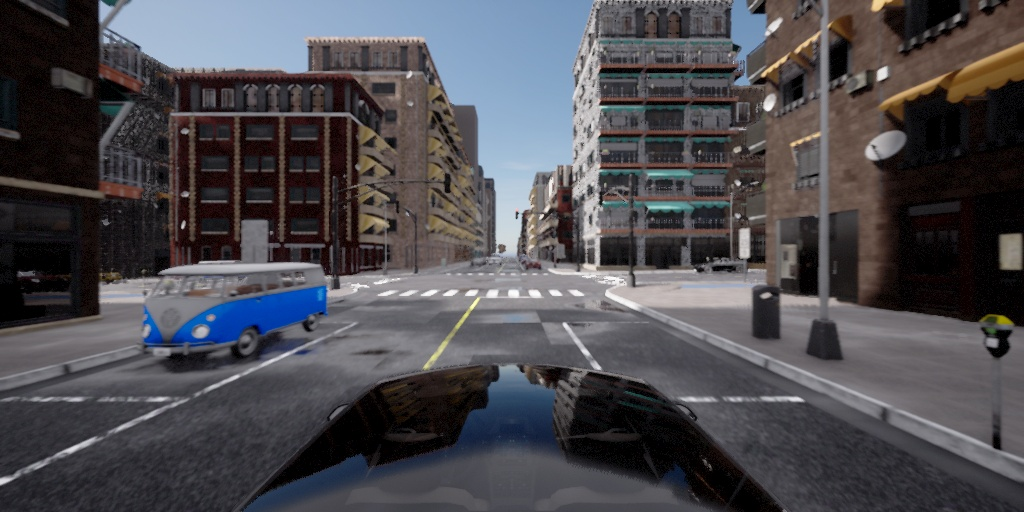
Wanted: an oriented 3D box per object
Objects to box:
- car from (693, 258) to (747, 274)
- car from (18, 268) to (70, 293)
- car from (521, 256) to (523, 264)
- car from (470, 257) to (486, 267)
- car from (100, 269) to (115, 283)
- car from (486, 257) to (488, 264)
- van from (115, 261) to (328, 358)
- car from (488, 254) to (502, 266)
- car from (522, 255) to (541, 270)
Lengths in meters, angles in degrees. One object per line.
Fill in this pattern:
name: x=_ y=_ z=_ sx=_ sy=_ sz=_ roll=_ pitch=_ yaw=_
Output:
car: x=18.267 y=0.837 z=31.499 sx=4.313 sy=1.339 sz=1.948 roll=0 pitch=0 yaw=0
car: x=-30.970 y=1.536 z=22.784 sx=4.097 sy=1.591 sz=1.967 roll=0 pitch=0 yaw=0
car: x=2.687 y=1.015 z=51.473 sx=2.007 sy=1.370 sz=4.403 roll=0 pitch=0 yaw=0
car: x=-5.694 y=0.985 z=57.008 sx=2.007 sy=1.370 sz=4.403 roll=0 pitch=0 yaw=0
car: x=-36.823 y=1.699 z=31.071 sx=4.829 sy=1.417 sz=1.751 roll=0 pitch=0 yaw=0
car: x=-5.694 y=0.986 z=62.542 sx=1.802 sy=1.307 sz=4.207 roll=0 pitch=0 yaw=0
van: x=-5.804 y=1.054 z=8.044 sx=1.690 sy=1.789 sz=3.998 roll=0 pitch=0 yaw=0
car: x=-3.020 y=0.617 z=63.945 sx=2.150 sy=2.045 sz=5.566 roll=0 pitch=0 yaw=1
car: x=2.687 y=0.936 z=45.939 sx=1.967 sy=1.591 sz=4.097 roll=0 pitch=0 yaw=0
